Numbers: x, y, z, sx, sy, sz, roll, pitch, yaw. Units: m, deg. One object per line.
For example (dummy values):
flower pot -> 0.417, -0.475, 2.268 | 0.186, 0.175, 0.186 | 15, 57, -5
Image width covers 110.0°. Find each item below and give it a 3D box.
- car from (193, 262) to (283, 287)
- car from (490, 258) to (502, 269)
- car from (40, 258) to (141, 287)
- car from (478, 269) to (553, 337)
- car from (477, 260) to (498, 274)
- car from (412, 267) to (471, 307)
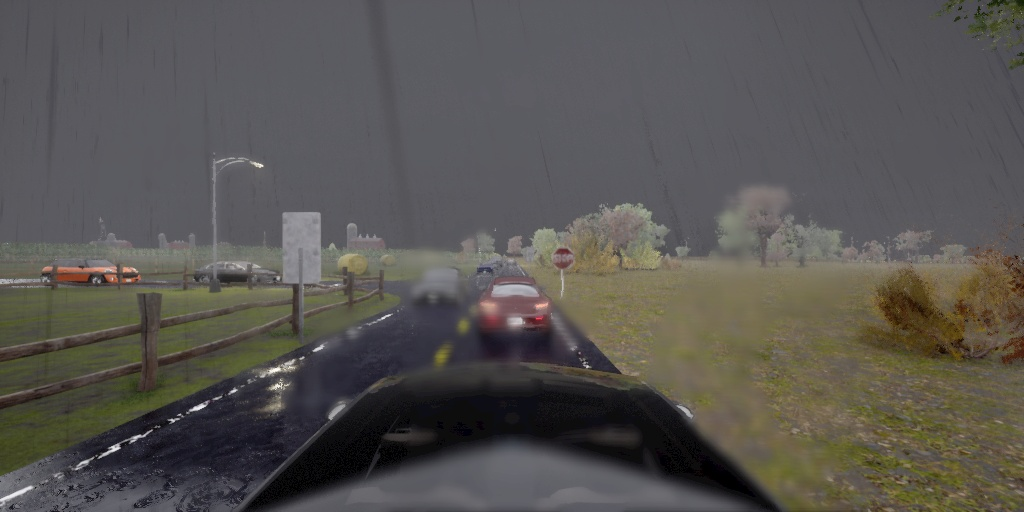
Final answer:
car -> -17.357, 1.152, 22.835 | 4.902, 1.511, 2.128 | 0, 1, -1
car -> -2.900, 1.345, 52.167 | 1.994, 1.385, 4.181 | 0, 0, 1
car -> -26.561, 0.949, 22.727 | 4.553, 1.767, 2.097 | 0, 1, -1
car -> 0.052, 1.275, 10.129 | 1.812, 1.442, 4.674 | 0, 0, -1
car -> -2.905, 1.369, 40.410 | 1.895, 1.301, 4.718 | 0, 0, 0
car -> -2.871, 1.256, 15.418 | 1.837, 1.490, 4.892 | 0, 0, 0
